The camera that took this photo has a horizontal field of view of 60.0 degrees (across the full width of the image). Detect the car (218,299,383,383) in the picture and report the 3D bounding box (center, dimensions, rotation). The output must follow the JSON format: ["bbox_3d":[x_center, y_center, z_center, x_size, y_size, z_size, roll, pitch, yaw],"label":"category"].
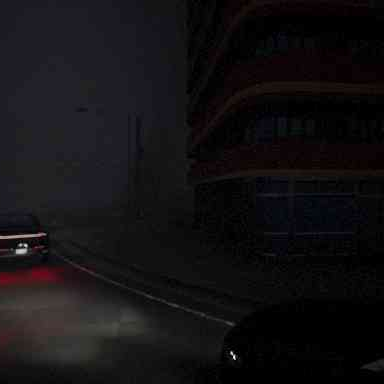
[{"bbox_3d":[2.492,1.489,2.373,4.902,1.511,2.128,0,0,35],"label":"car"}]

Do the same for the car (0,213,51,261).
[{"bbox_3d":[-6.268,1.492,11.562,2.128,1.511,4.902,0,0,-34],"label":"car"}]
